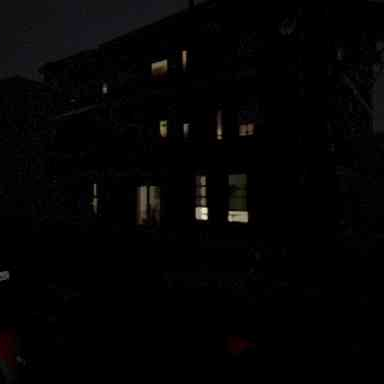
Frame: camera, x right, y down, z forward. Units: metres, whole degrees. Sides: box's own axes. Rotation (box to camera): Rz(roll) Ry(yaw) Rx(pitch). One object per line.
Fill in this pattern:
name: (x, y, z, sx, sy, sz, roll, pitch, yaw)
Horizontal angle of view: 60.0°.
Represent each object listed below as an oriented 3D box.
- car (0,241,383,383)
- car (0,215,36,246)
car: (-0.241, 1.443, 3.047, 4.097, 1.590, 1.967, 0, 0, 35)
car: (-4.753, 1.328, 6.264, 5.009, 1.841, 2.192, 0, 0, 35)
